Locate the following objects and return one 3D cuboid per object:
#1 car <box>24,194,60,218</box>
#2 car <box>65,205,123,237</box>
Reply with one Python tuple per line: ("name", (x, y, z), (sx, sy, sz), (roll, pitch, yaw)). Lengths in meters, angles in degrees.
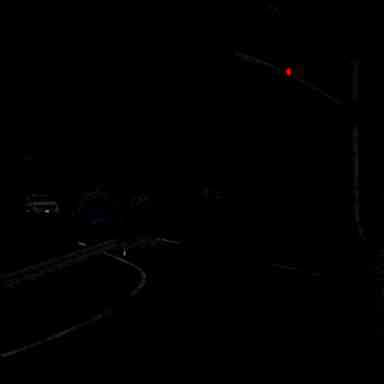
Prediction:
("car", (-13.391, 1.231, 29.450), (2.150, 2.045, 5.566), (0, 0, -35))
("car", (-5.454, 1.489, 18.234), (1.882, 1.535, 5.008), (0, 0, -36))
